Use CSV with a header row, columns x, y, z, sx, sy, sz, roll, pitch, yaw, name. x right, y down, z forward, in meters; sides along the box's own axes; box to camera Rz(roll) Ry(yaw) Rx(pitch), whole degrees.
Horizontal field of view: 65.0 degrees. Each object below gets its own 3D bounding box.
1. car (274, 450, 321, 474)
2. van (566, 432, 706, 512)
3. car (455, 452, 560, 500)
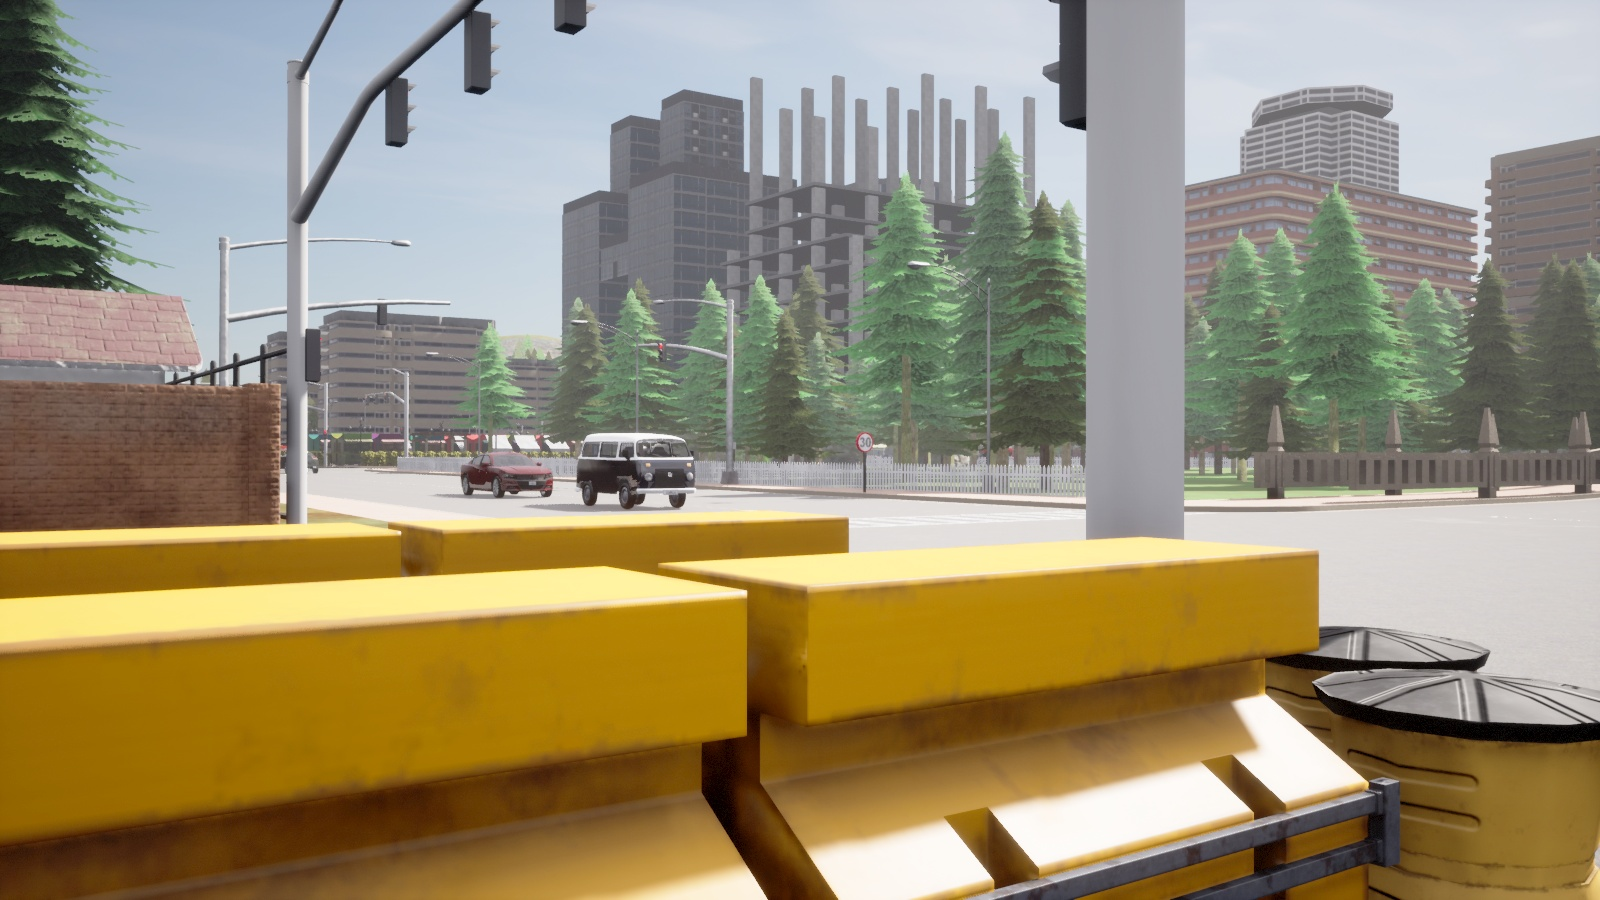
x,y,z,sx,sy,sz,roll,pitch,yaw,name
-35.247,0.813,88.001,2.152,1.651,5.027,0,0,-33,car
-4.568,0.562,34.452,2.069,2.038,4.480,0,0,-33,van
-10.039,0.849,42.856,1.882,1.535,5.008,0,0,-33,car
